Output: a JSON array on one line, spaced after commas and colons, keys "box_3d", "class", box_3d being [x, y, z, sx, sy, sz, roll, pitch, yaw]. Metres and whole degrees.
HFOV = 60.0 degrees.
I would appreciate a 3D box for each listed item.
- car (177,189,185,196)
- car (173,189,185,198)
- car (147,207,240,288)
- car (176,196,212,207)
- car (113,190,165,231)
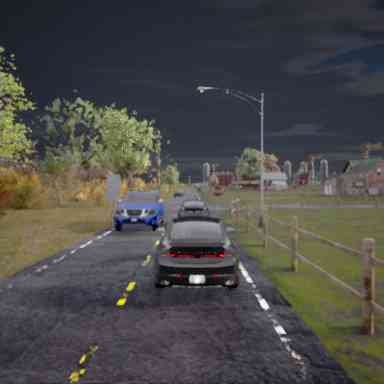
[{"box_3d": [-2.741, 0.070, 82.805, 1.882, 1.535, 5.008, 0, 1, 0], "class": "car"}, {"box_3d": [-2.754, 0.500, 66.810, 1.895, 1.301, 4.718, 0, 1, 0], "class": "car"}, {"box_3d": [0.100, 1.368, 8.775, 1.837, 1.490, 4.892, 0, 1, 0], "class": "car"}, {"box_3d": [0.100, 1.190, 19.968, 1.837, 1.490, 4.892, 0, 1, 0], "class": "car"}, {"box_3d": [-2.748, 0.932, 18.471, 2.150, 2.045, 5.566, 0, 1, 0], "class": "car"}]
